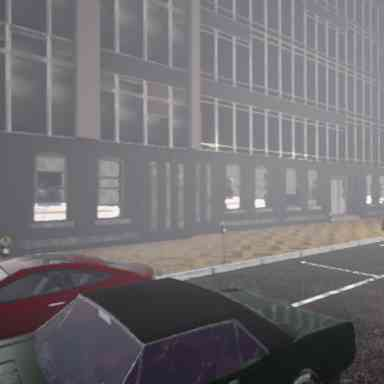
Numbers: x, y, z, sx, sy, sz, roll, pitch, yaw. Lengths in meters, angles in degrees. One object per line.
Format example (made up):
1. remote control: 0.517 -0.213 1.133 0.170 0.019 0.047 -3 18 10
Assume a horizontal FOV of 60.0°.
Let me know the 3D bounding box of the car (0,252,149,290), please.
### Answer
1. car: -2.417 1.612 4.809 4.206 1.307 1.802 0 0 -36

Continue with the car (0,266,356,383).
1. car: -0.630 1.615 2.914 4.718 1.301 1.895 0 0 -36
